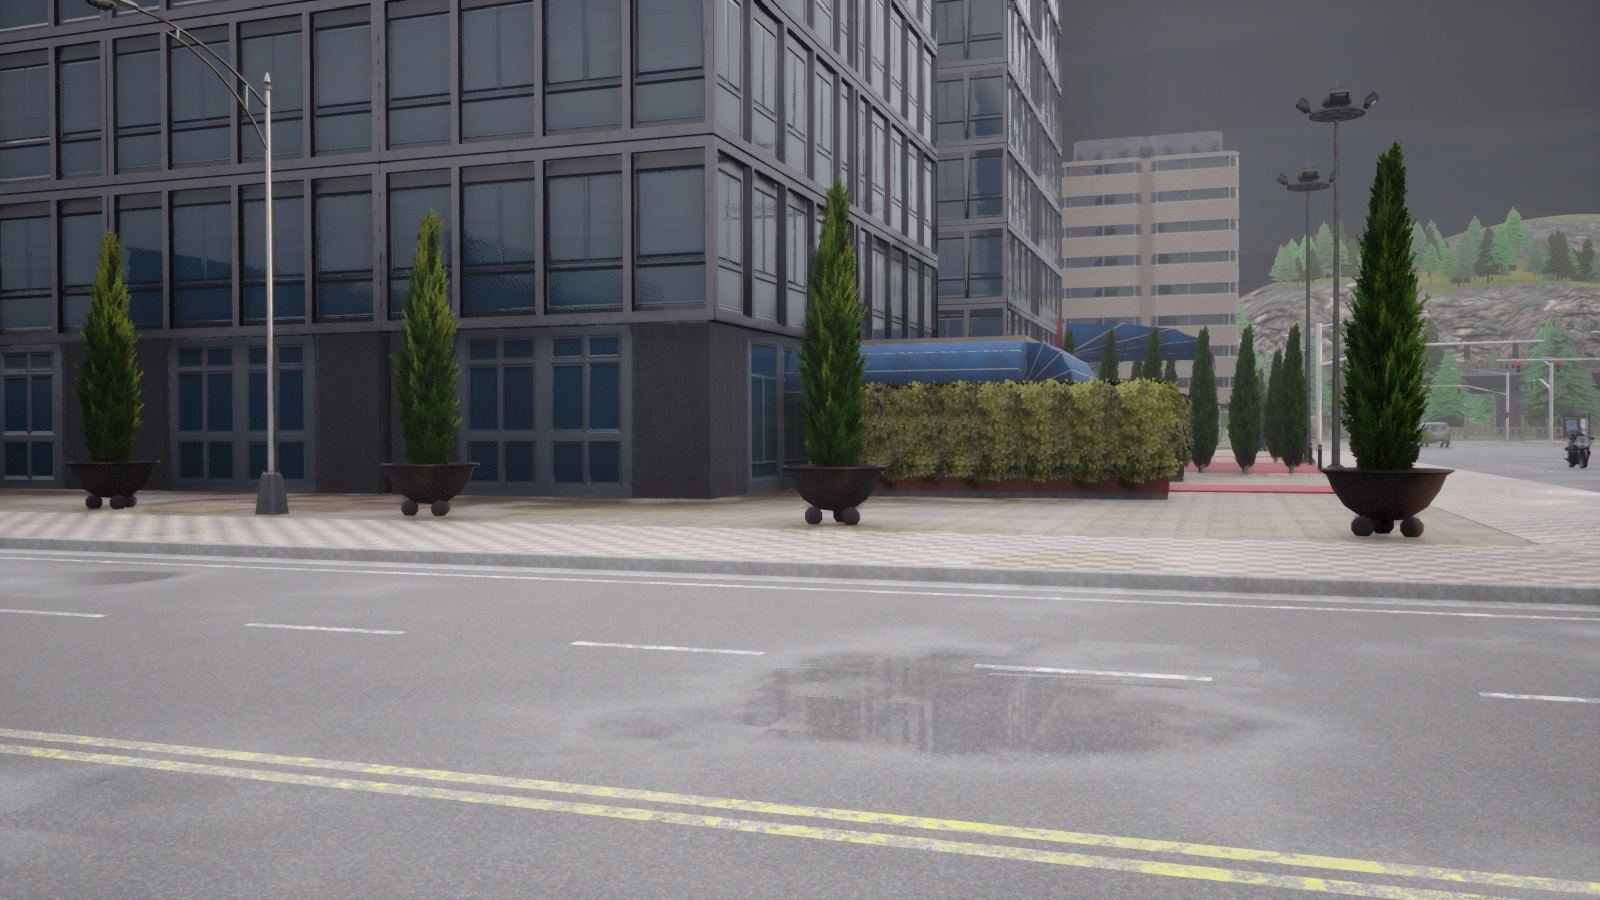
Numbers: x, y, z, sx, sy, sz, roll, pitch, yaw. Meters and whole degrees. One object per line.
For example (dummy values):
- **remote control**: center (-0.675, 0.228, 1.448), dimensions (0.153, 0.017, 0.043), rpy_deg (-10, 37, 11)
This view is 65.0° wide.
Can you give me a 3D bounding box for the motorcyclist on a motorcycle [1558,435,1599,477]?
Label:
- **motorcyclist on a motorcycle**: center (29.517, 0.210, 47.620), dimensions (0.866, 1.530, 2.191), rpy_deg (1, 1, 18)
